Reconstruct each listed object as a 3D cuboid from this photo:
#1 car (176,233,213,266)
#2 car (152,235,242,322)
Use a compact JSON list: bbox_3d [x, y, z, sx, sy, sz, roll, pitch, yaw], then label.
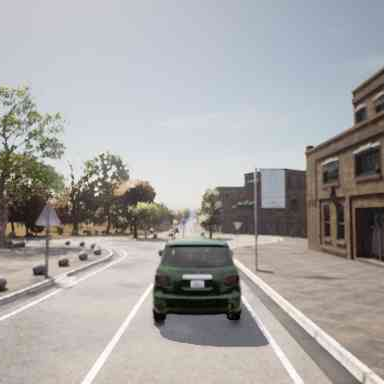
[{"bbox_3d":[0.274,3.568,21.374,2.097,1.767,4.553,0,-5,4],"label":"car"},{"bbox_3d":[0.121,2.346,9.937,2.150,2.045,5.566,0,-5,0],"label":"car"}]
